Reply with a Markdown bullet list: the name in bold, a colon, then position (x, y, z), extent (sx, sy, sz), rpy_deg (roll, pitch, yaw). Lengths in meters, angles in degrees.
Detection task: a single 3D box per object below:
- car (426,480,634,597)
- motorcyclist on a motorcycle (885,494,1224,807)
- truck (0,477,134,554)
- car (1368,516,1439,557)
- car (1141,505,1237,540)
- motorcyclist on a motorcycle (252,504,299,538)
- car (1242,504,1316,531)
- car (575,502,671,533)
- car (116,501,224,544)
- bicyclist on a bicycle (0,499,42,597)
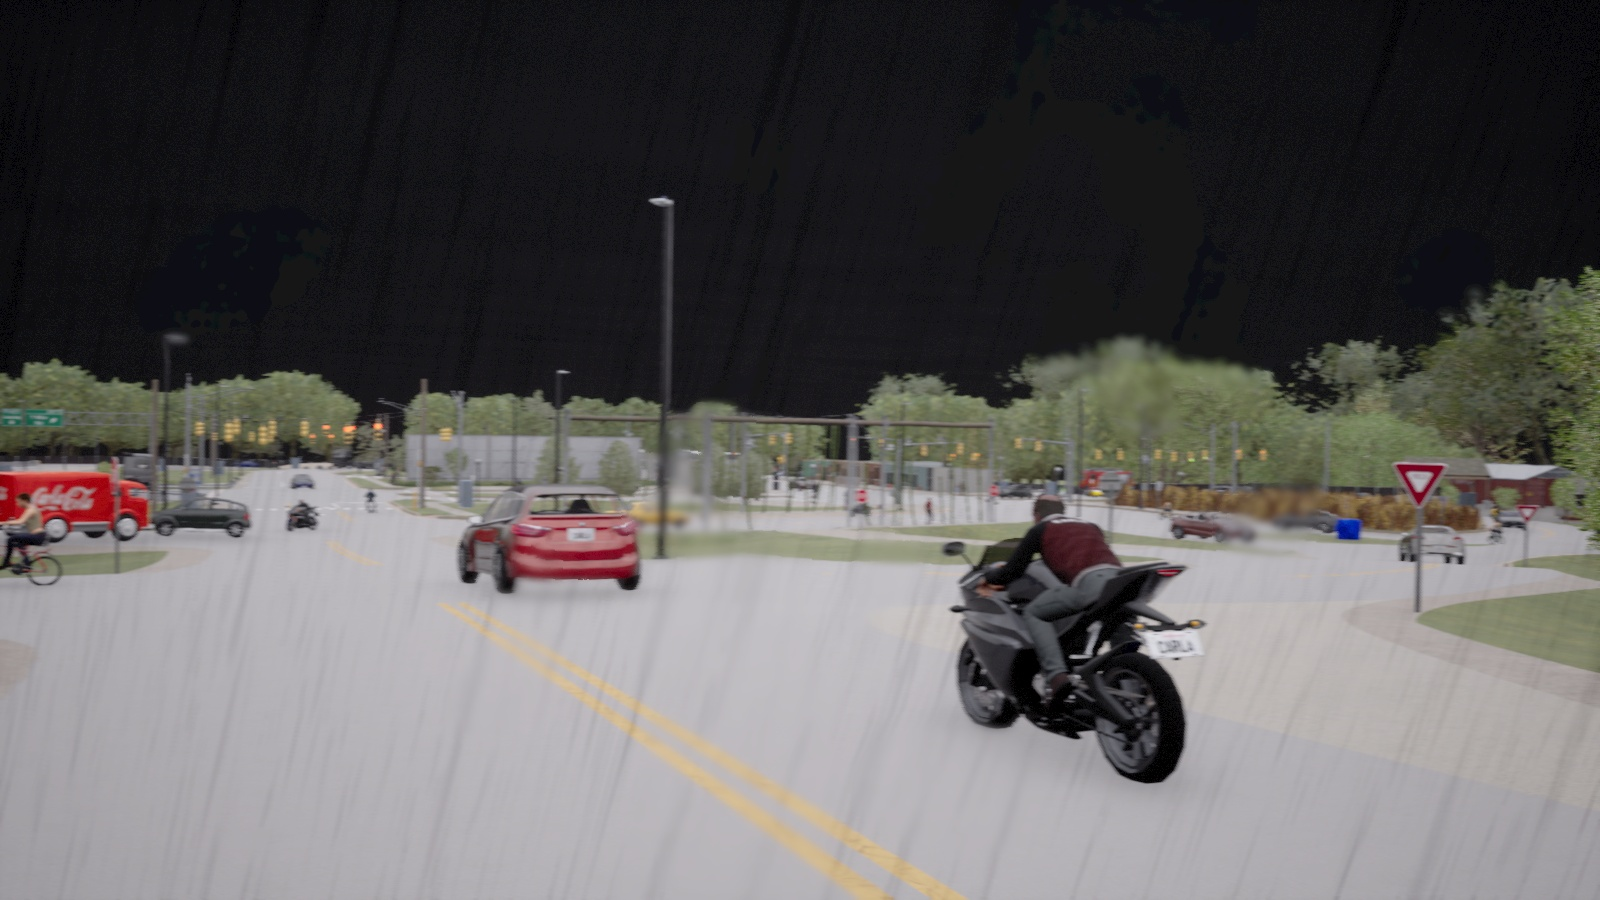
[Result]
- **car**: position (-4.559, 1.382, 20.579), extent (2.242, 1.667, 4.611), rpy_deg (0, -3, -27)
- **motorcyclist on a motorcycle**: position (1.383, 1.035, 7.410), extent (0.866, 1.530, 2.191), rpy_deg (0, -2, -22)
- **truck**: position (-26.854, 2.241, 44.421), extent (2.627, 2.467, 5.204), rpy_deg (1, 0, 28)
- **car**: position (26.298, 3.774, 54.845), extent (2.152, 1.651, 5.027), rpy_deg (1, -4, 18)
- **car**: position (21.675, 4.003, 70.236), extent (2.152, 1.651, 5.027), rpy_deg (0, 0, -29)
- **motorcyclist on a motorcycle**: position (-24.545, 3.319, 58.804), extent (0.866, 1.530, 2.191), rpy_deg (0, -1, 15)
- **car**: position (33.707, 4.742, 88.459), extent (4.514, 1.525, 2.007), rpy_deg (2, 0, 33)
- **car**: position (-9.949, 3.793, 70.982), extent (1.801, 1.575, 5.366), rpy_deg (1, -1, 43)
- **car**: position (-24.992, 2.899, 49.877), extent (3.705, 1.549, 1.789), rpy_deg (3, -2, -27)
- **bicyclist on a bicycle**: position (-13.920, 1.642, 21.376), extent (1.509, 1.612, 0.866), rpy_deg (4, -3, -21)
